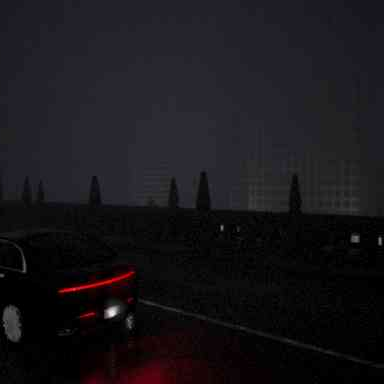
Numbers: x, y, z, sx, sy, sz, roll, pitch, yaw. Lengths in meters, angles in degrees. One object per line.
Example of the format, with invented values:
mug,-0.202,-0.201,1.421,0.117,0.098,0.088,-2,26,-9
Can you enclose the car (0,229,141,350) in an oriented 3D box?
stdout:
car,-3.118,1.462,6.210,4.892,1.490,1.837,1,0,36
